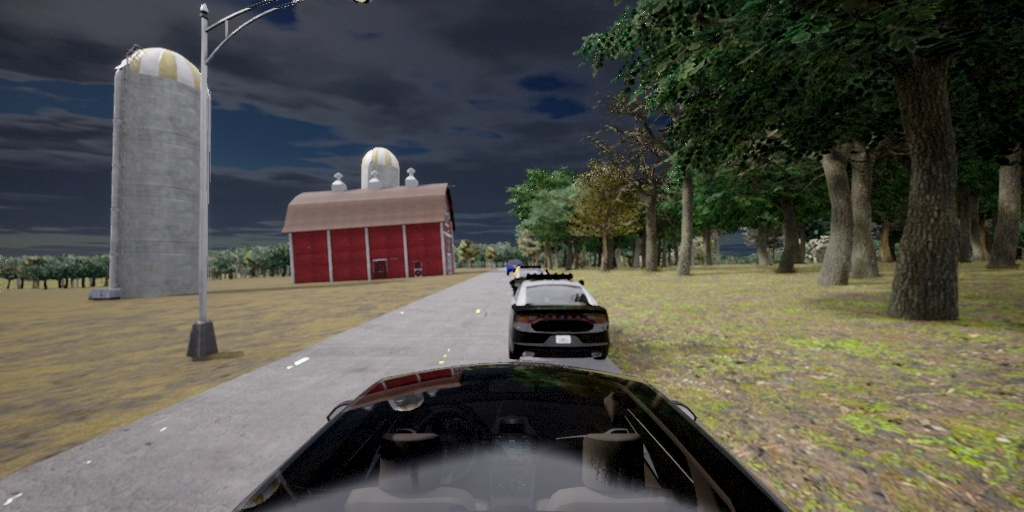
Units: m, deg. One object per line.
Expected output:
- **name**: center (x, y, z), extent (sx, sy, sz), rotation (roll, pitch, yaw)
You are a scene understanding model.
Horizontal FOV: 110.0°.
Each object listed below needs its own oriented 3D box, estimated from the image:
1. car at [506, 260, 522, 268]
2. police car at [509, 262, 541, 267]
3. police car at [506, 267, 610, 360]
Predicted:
- **car**: center (0.408, 1.497, 47.113), extent (2.150, 2.045, 5.566), rotation (0, -1, 1)
- **police car**: center (0.967, 1.317, 18.634), extent (1.930, 1.638, 5.238), rotation (0, -1, 0)
- **police car**: center (0.887, 1.222, 8.631), extent (1.930, 1.638, 5.238), rotation (0, 0, 0)
